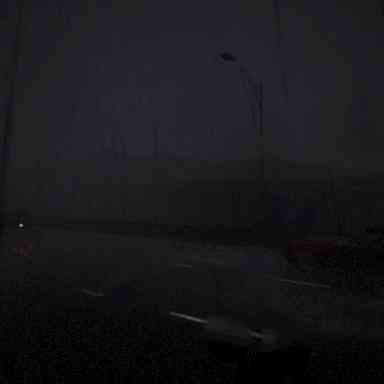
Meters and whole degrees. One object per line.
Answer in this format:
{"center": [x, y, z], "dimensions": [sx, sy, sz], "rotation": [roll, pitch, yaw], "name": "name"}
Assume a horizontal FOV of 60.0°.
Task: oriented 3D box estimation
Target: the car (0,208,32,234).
{"center": [-12.211, 1.774, 21.357], "dimensions": [4.892, 1.490, 1.837], "rotation": [-1, -1, 36], "name": "car"}

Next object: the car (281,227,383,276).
{"center": [4.945, 1.615, 9.064], "dimensions": [4.718, 1.301, 1.895], "rotation": [-1, 0, 35], "name": "car"}
